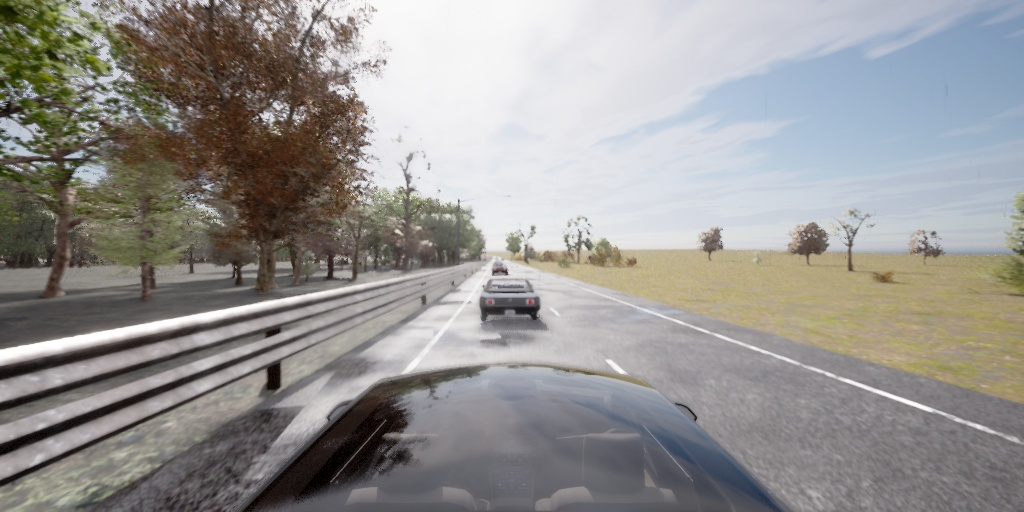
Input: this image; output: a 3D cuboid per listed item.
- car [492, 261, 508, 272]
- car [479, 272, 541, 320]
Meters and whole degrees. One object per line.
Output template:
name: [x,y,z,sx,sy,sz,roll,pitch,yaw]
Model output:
car: [-1.453,1.569,42.872,1.895,1.301,4.718,0,0,-3]
car: [-0.146,1.412,12.933,1.895,1.301,4.718,0,0,-2]
